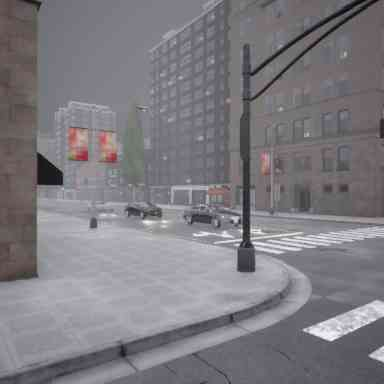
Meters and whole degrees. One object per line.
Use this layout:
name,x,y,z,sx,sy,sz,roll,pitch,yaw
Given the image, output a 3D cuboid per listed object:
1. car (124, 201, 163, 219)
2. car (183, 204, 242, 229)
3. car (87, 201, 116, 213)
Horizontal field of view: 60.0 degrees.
car,-4.538,1.579,30.659,1.882,1.535,5.008,0,0,-35
car,1.284,1.554,22.549,2.128,1.511,4.902,0,0,-36
car,-10.764,1.743,39.349,1.895,1.301,4.718,0,0,-36
